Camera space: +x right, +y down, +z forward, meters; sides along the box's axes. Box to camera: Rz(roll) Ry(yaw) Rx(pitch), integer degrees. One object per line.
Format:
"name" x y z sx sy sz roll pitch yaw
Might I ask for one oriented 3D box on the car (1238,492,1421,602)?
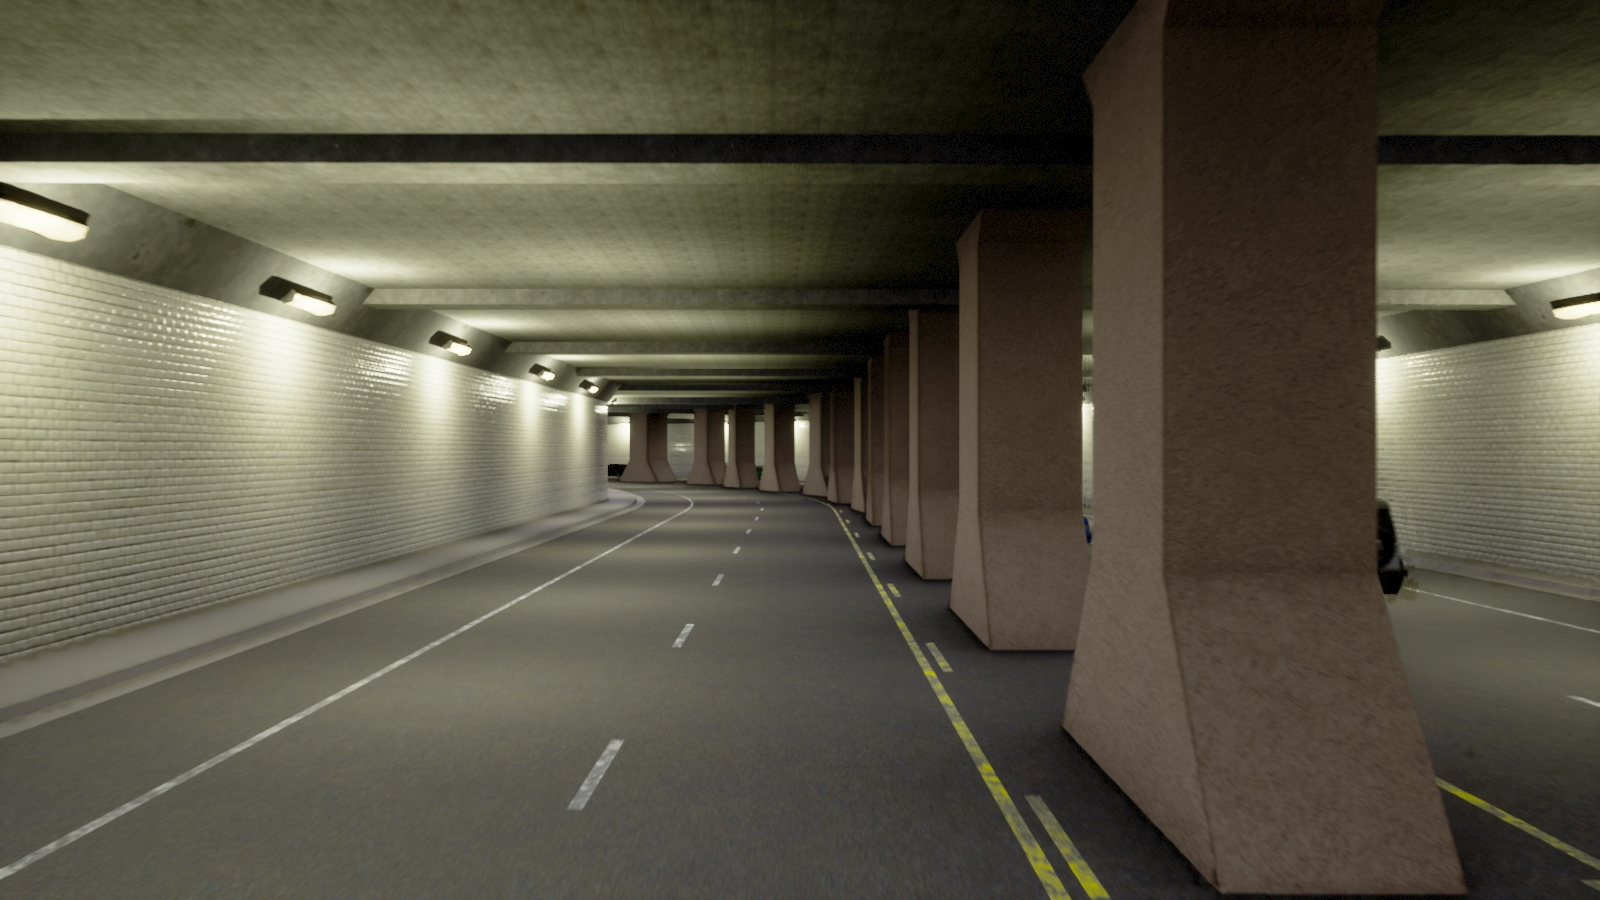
"car" 10.495 1.857 22.983 1.905 1.878 3.866 0 0 0
